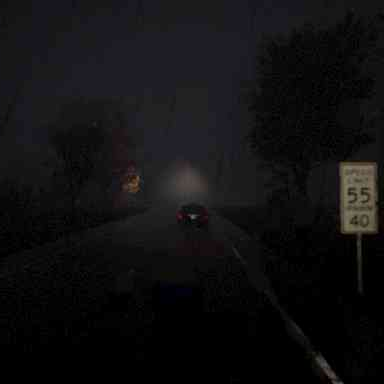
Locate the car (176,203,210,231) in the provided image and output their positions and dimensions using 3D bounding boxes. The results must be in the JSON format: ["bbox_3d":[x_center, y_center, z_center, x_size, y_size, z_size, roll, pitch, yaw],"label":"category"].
[{"bbox_3d":[0.076,1.578,22.244,2.097,1.767,4.553,0,-1,0],"label":"car"}]

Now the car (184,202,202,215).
[{"bbox_3d":[0.073,1.995,40.680,2.033,1.411,5.357,0,-1,0],"label":"car"}]
